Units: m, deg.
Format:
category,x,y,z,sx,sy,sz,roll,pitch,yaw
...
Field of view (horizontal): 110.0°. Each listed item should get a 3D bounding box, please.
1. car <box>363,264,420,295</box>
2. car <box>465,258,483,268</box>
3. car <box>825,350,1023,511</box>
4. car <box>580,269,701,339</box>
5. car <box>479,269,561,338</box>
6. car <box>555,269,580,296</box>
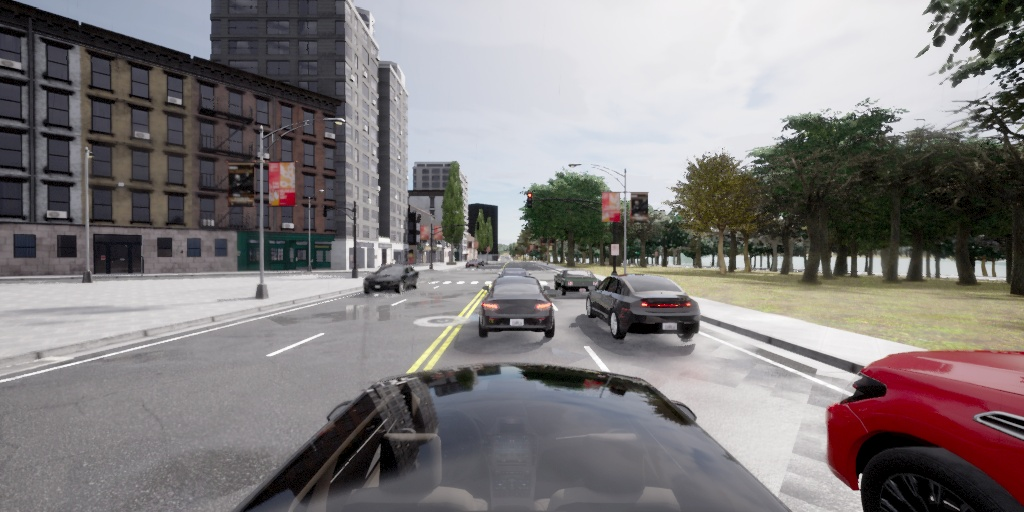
category,x,y,z,sx,sy,sz,roll,pitch,yaw
car,-6.550,1.224,19.972,1.882,1.535,5.008,0,0,0
car,-6.457,1.297,59.163,1.994,1.385,4.181,0,0,0
car,3.347,0.972,0.189,2.150,2.045,5.566,0,0,0
car,3.367,1.253,10.052,1.837,1.490,4.892,0,0,0
car,0.121,1.274,10.091,1.812,1.442,4.674,0,0,0
car,3.389,1.347,19.365,1.895,1.301,4.718,0,0,0
